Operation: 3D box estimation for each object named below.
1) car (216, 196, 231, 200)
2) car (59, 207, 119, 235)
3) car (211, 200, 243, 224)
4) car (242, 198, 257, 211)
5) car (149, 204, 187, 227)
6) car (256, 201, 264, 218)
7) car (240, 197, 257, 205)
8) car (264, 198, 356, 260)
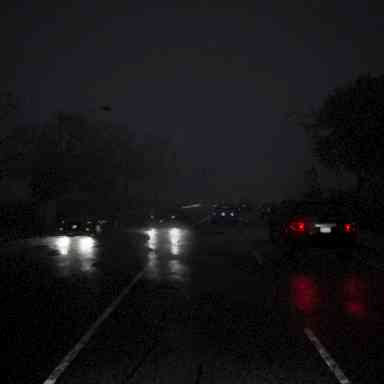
[{"bbox_3d":[5.617,1.591,59.799,1.837,1.490,4.892,0,0,24],"label":"car"},{"bbox_3d":[-5.694,1.572,18.840,1.994,1.385,4.181,0,0,8],"label":"car"},{"bbox_3d":[2.612,1.590,25.467,2.033,1.411,5.357,0,0,10],"label":"car"},{"bbox_3d":[6.827,1.642,42.373,1.994,1.385,4.181,0,0,17],"label":"car"},{"bbox_3d":[-1.537,1.551,23.131,1.812,1.442,4.674,0,0,10],"label":"car"},{"bbox_3d":[7.264,1.613,30.800,2.033,1.411,5.357,0,0,13],"label":"car"},{"bbox_3d":[10.761,1.714,62.667,1.895,1.301,4.718,0,0,26],"label":"car"},{"bbox_3d":[4.346,1.252,12.844,2.150,2.045,5.566,0,0,5],"label":"car"}]
